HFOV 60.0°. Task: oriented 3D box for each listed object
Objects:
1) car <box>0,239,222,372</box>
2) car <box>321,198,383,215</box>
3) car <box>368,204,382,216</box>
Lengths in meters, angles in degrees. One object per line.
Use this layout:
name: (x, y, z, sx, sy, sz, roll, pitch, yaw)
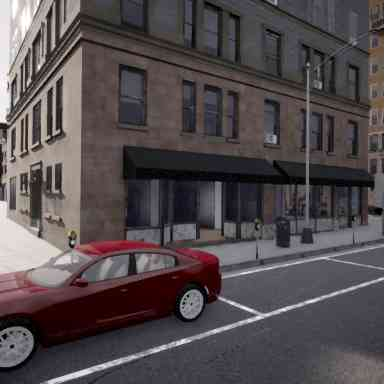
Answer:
car: (-1.536, 1.545, 5.658, 4.507, 1.381, 1.887, 0, 1, -35)
car: (16.043, 1.408, 33.659, 2.033, 1.411, 5.357, 1, 0, -35)
car: (16.545, 1.469, 27.283, 1.895, 1.301, 4.718, 1, 0, -35)
